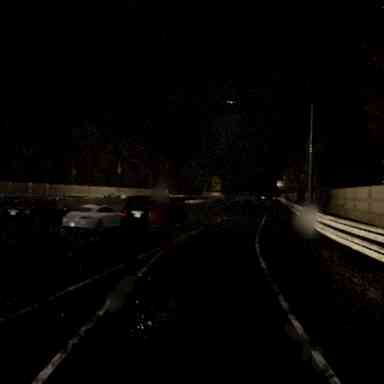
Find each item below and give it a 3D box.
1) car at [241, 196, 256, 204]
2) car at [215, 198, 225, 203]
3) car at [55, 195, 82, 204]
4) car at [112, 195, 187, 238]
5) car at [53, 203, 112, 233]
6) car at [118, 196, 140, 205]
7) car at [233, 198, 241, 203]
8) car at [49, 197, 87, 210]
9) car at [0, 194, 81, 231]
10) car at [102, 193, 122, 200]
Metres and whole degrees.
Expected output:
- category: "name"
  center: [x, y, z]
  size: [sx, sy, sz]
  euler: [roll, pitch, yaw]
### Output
- category: "car"
  center: [13.802, 2.248, 81.487]
  size: [2.033, 1.411, 5.357]
  euler: [2, 0, 14]
- category: "car"
  center: [6.901, 2.078, 82.731]
  size: [1.994, 1.385, 4.181]
  euler: [2, 0, 14]
- category: "car"
  center: [-21.099, 1.240, 57.094]
  size: [1.895, 1.301, 4.718]
  euler: [2, 0, 14]
- category: "car"
  center: [-1.910, 1.205, 18.018]
  size: [2.150, 2.045, 5.566]
  euler: [1, 0, 14]
- category: "car"
  center: [-5.362, 1.418, 18.669]
  size: [1.812, 1.442, 4.674]
  euler: [1, 0, 14]
- category: "car"
  center: [-10.528, 1.450, 56.111]
  size: [1.812, 1.442, 4.674]
  euler: [2, 0, 14]
- category: "car"
  center: [12.236, 2.244, 89.711]
  size: [2.033, 1.411, 5.357]
  euler: [2, 0, 14]
- category: "car"
  center: [-14.670, 1.336, 39.587]
  size: [1.895, 1.301, 4.718]
  euler: [1, 0, 14]
- category: "car"
  center: [-8.798, 1.153, 19.337]
  size: [2.097, 1.767, 4.553]
  euler: [2, 0, 14]
- category: "car"
  center: [-17.319, 0.968, 72.232]
  size: [2.033, 1.411, 5.357]
  euler: [2, 0, 14]
